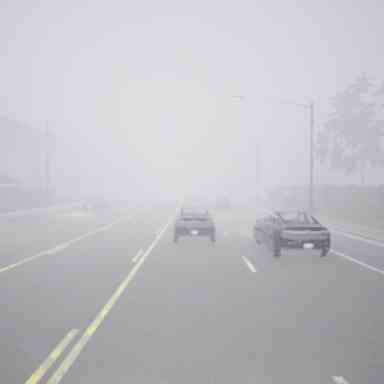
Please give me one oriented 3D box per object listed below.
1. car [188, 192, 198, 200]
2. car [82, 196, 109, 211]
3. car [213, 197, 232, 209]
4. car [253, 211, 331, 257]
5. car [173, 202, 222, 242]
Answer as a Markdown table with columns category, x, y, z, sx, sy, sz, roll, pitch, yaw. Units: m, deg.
| category | x | y | z | sx | sy | sz | roll | pitch | yaw |
| --- | --- | --- | --- | --- | --- | --- | --- | --- | --- |
| car | 0.096 | 0.683 | 62.271 | 1.812 | 1.442 | 4.674 | 0 | 1 | 0 |
| car | -10.565 | 1.246 | 36.702 | 2.128 | 1.511 | 4.902 | 0 | 1 | 0 |
| car | 3.600 | 1.247 | 39.545 | 2.033 | 1.411 | 5.357 | 0 | 1 | 0 |
| car | 3.600 | 1.460 | 12.703 | 2.128 | 1.511 | 4.902 | 0 | 0 | 0 |
| car | 0.100 | 1.452 | 16.125 | 2.128 | 1.511 | 4.902 | 0 | 0 | 0 |
